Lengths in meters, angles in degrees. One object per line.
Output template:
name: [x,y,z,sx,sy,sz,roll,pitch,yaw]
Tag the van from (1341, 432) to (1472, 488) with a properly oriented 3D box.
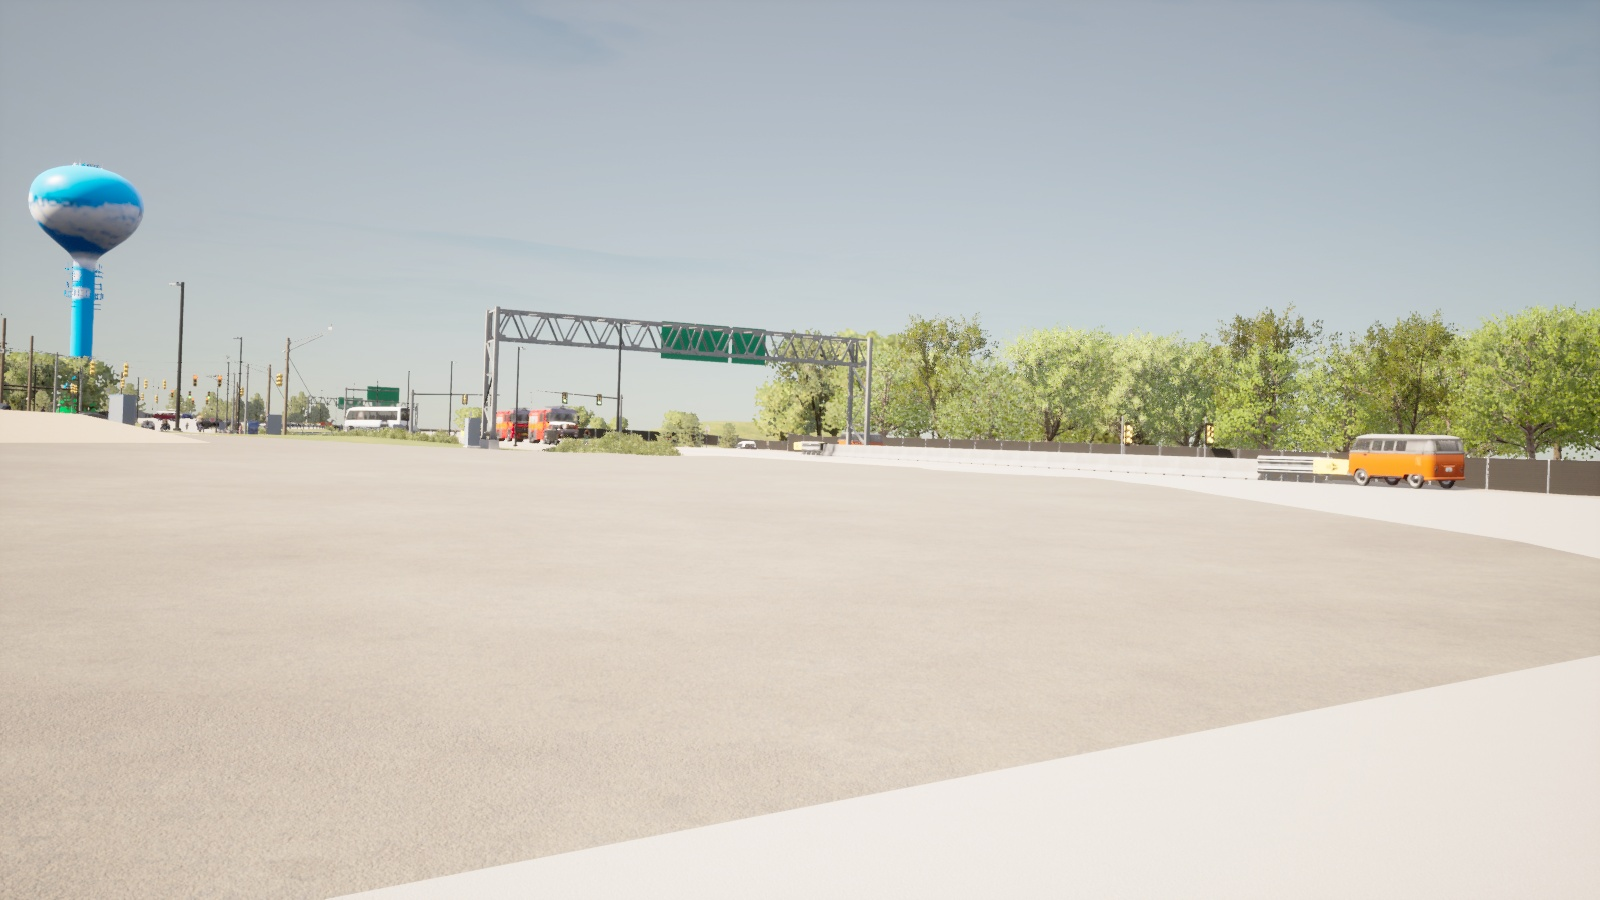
van: [22.573,0.312,46.941,1.775,1.987,4.442,-1,1,-20]
